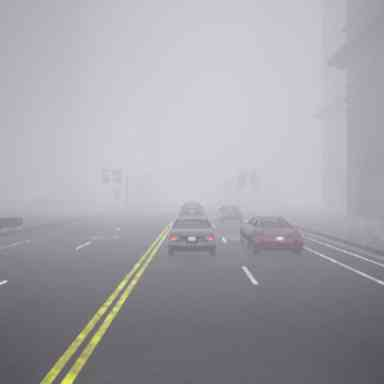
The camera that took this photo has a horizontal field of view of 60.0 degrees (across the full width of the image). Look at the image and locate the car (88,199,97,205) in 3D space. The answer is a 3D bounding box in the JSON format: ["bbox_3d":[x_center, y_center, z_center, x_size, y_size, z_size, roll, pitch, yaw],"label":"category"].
[{"bbox_3d":[-23.589,2.306,74.979,4.403,1.369,2.008,0,-1,0],"label":"car"}]

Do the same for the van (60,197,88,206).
[{"bbox_3d":[-23.582,1.985,66.457,3.998,1.788,1.690,0,-1,0],"label":"van"}]

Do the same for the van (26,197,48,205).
[{"bbox_3d":[-34.945,2.089,74.975,3.998,1.788,1.690,0,-1,0],"label":"van"}]

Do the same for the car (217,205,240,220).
[{"bbox_3d":[3.245,1.839,28.982,2.033,1.411,5.357,0,-1,0],"label":"car"}]

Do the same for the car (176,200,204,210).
[{"bbox_3d":[-0.004,1.643,29.060,2.097,1.767,4.553,0,-1,0],"label":"car"}]

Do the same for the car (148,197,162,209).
[{"bbox_3d":[-6.518,2.115,58.327,1.812,1.442,4.674,0,-1,0],"label":"car"}]

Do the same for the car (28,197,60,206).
[{"bbox_3d":[-29.260,1.955,66.454,5.009,1.841,2.192,0,-1,0],"label":"car"}]

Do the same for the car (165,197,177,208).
[{"bbox_3d":[-3.268,2.083,58.433,2.128,1.511,4.902,0,-1,0],"label":"car"}]

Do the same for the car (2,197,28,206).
[{"bbox_3d":[-34.938,2.218,66.447,4.206,1.307,1.802,0,-1,0],"label":"car"}]

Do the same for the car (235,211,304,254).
[{"bbox_3d":[3.254,1.708,14.288,1.994,1.385,4.181,0,-1,0],"label":"car"}]

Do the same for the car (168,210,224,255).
[{"bbox_3d":[-0.002,1.688,13.982,2.033,1.411,5.357,0,-1,0],"label":"car"}]

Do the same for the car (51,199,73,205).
[{"bbox_3d":[-29.267,2.333,74.975,4.206,1.307,1.802,0,-1,0],"label":"car"}]
